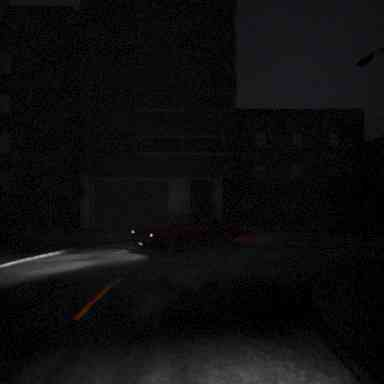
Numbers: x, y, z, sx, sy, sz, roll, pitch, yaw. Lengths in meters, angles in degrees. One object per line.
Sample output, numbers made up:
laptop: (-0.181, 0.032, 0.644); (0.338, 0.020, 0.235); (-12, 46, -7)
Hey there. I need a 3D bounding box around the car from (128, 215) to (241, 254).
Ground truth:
car: (-0.228, 1.657, 13.945); (4.718, 1.301, 1.895); (0, 0, -38)
